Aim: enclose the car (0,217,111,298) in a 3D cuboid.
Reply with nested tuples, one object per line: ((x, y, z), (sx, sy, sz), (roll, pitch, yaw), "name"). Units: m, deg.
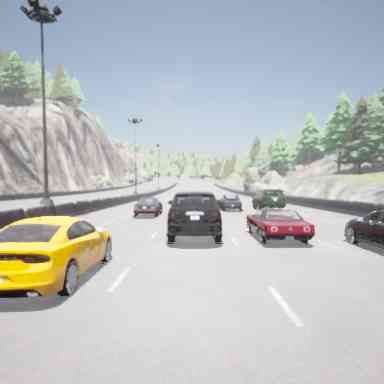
((-3.401, 1.343, 8.249), (1.882, 1.535, 5.008), (0, 1, 0), "car")

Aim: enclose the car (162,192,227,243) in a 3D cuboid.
((0.099, 0.983, 14.727), (2.150, 2.045, 5.566), (0, 1, 0), "car")

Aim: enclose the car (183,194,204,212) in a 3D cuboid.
((0.098, 0.993, 31.846), (1.837, 1.490, 4.892), (0, 1, 0), "car")

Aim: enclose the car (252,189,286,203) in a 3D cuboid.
((7.098, 0.723, 31.052), (2.150, 2.045, 5.566), (0, 1, 0), "car")

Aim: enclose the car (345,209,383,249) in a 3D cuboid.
((7.099, 1.319, 11.505), (1.837, 1.490, 4.892), (0, 1, 0), "car")

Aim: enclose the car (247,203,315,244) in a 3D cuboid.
((3.599, 1.368, 14.439), (1.895, 1.301, 4.718), (0, 1, 0), "car")

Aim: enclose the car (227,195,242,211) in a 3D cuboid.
((3.598, 0.982, 31.722), (2.128, 1.511, 4.902), (0, 1, 0), "car")

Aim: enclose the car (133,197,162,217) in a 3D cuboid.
((-3.402, 1.124, 26.311), (2.033, 1.411, 5.357), (0, 1, 0), "car")
